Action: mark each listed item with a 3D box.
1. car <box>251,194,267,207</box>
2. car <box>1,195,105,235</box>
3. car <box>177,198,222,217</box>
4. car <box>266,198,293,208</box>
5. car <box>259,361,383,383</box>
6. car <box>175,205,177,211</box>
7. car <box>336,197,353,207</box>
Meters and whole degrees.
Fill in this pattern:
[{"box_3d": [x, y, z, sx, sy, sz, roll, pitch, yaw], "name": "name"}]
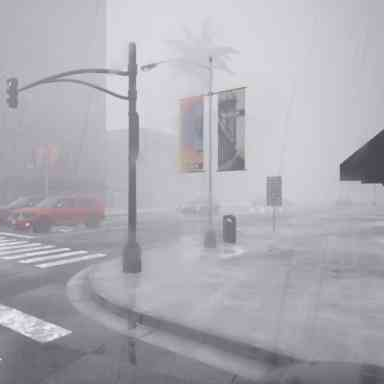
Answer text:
[{"box_3d": [11.315, 1.333, 52.094, 2.150, 2.045, 5.566, 0, 0, 35], "name": "car"}, {"box_3d": [-7.728, 1.237, 19.630, 2.150, 2.045, 5.566, 0, 0, 35], "name": "car"}, {"box_3d": [0.989, 1.393, 32.004, 2.097, 1.767, 4.553, 0, 0, 35], "name": "car"}, {"box_3d": [13.471, 1.639, 49.528, 2.033, 1.411, 5.357, 0, 0, 35], "name": "car"}, {"box_3d": [2.166, 1.551, 1.301, 4.403, 1.369, 2.008, 0, 0, 36], "name": "car"}, {"box_3d": [0.180, 1.645, 36.491, 1.895, 1.301, 4.718, 0, 0, 35], "name": "car"}, {"box_3d": [24.754, 1.621, 54.046, 2.128, 1.511, 4.902, 0, 0, 35], "name": "car"}]
